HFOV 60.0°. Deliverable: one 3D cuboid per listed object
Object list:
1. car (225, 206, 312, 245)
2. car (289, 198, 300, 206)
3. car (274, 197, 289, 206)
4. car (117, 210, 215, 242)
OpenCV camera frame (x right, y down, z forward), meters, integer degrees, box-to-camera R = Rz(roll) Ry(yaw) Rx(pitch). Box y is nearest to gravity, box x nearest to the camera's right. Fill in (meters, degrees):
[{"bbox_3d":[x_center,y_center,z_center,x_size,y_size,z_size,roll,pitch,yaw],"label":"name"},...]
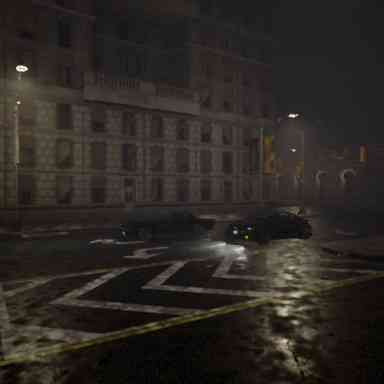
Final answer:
[{"bbox_3d":[3.591,1.563,15.456,4.181,1.385,1.994,0,0,-31],"label":"car"},{"bbox_3d":[14.741,1.522,52.161,1.812,1.442,4.674,0,0,-32],"label":"car"},{"bbox_3d":[11.601,1.544,50.575,2.033,1.411,5.357,0,0,-32],"label":"car"},{"bbox_3d":[-1.273,1.600,16.606,4.718,1.301,1.895,0,0,-31],"label":"car"}]
